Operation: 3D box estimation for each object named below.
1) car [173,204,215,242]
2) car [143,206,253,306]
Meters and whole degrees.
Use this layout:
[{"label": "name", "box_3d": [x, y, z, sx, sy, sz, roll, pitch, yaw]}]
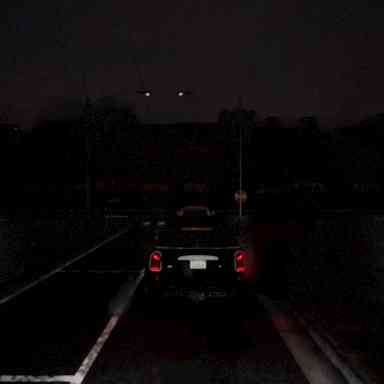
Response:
[{"label": "car", "box_3d": [0.190, 1.463, 17.516, 1.882, 1.535, 5.008, 0, 0, 2]}, {"label": "car", "box_3d": [0.116, 1.345, 8.197, 2.097, 1.767, 4.553, 0, 0, 0]}]
